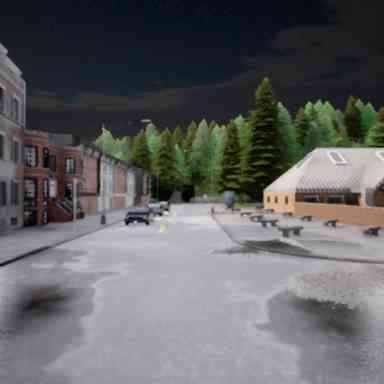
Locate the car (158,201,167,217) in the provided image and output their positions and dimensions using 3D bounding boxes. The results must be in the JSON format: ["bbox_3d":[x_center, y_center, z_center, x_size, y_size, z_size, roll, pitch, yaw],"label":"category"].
[{"bbox_3d":[-4.096,1.904,36.409,1.812,1.442,4.674,0,-1,0],"label":"car"}]

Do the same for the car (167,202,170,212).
[{"bbox_3d":[-4.064,2.011,46.694,1.812,1.442,4.674,0,-1,1],"label":"car"}]

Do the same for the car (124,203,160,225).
[{"bbox_3d":[-4.093,1.826,26.797,2.033,1.411,5.357,0,-1,0],"label":"car"}]
